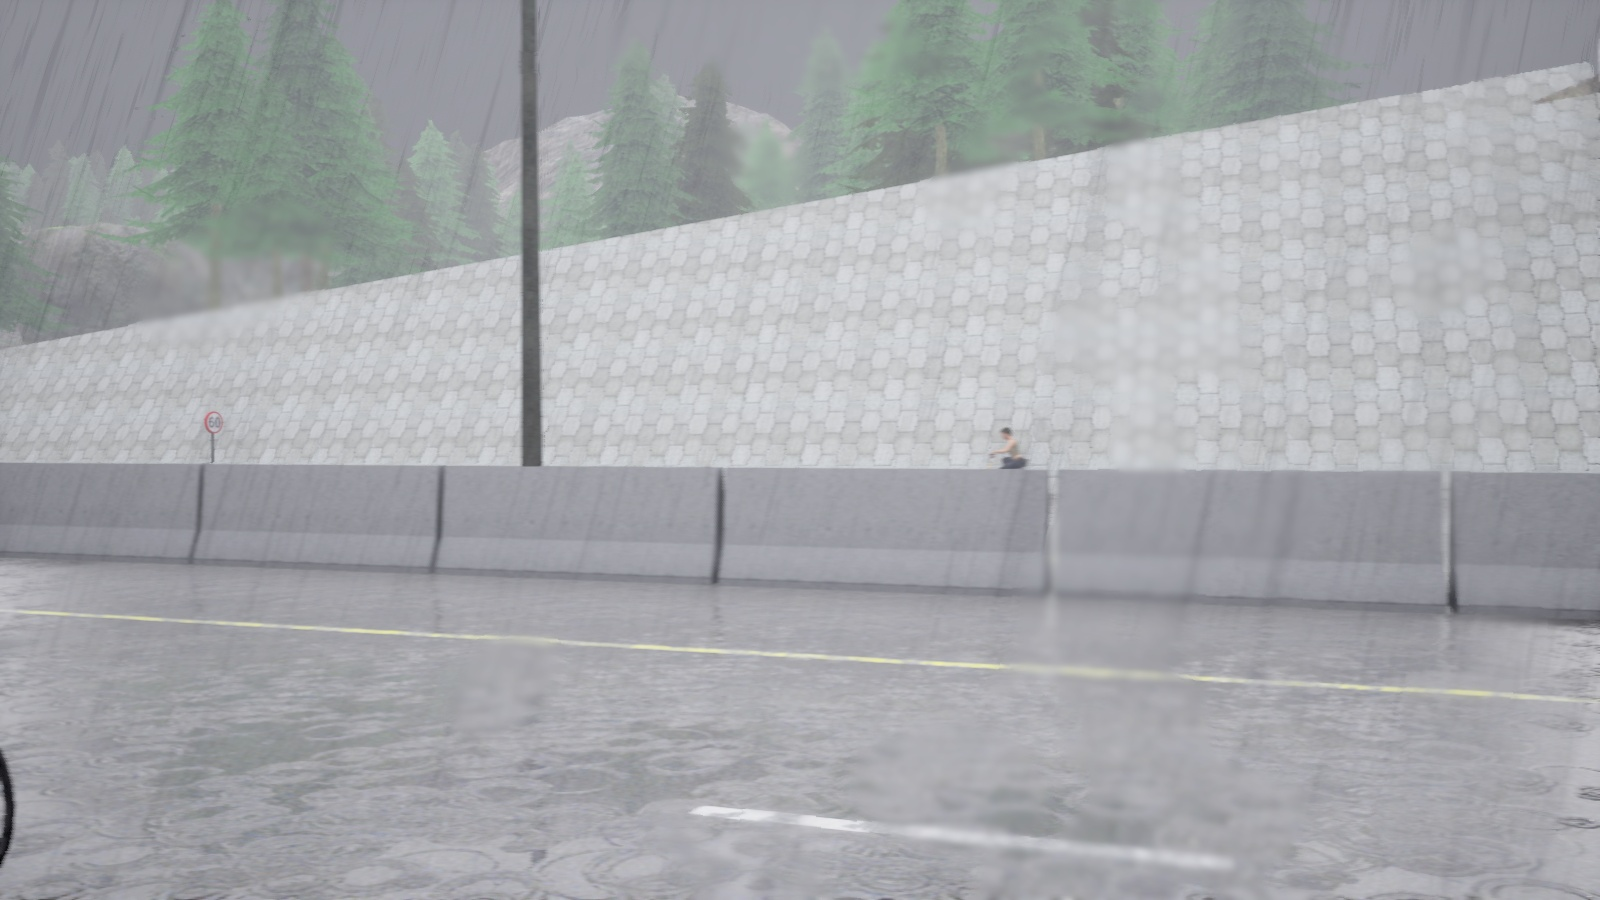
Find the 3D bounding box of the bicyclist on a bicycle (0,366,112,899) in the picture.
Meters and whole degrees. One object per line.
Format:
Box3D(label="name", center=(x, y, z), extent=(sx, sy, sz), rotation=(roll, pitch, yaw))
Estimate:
Box3D(label="bicyclist on a bicycle", center=(-3.362, 0.615, 4.322), extent=(1.843, 1.776, 0.659), rotation=(0, 1, 19))
